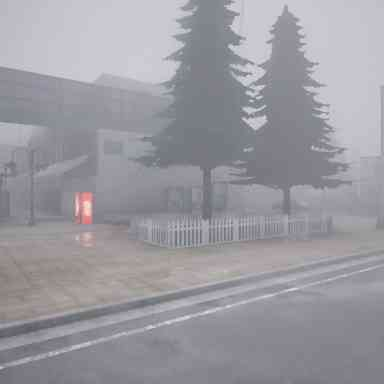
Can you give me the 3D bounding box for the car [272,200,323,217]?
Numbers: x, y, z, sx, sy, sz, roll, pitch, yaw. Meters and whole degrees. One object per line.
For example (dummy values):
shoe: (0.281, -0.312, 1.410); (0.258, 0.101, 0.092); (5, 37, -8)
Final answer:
car: (9.568, 1.462, 30.440); (1.882, 1.535, 5.008); (0, 0, -34)
